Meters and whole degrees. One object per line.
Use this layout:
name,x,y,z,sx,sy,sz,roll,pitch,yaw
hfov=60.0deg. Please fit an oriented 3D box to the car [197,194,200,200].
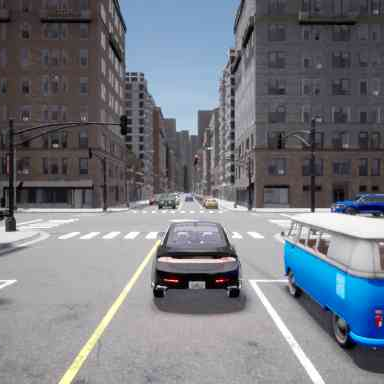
car,2.431,1.547,61.752,1.947,1.339,4.313,0,0,-1

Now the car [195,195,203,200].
car,1.982,1.495,94.904,2.008,1.369,4.403,0,0,-1

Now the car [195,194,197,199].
car,2.282,1.522,72.802,2.008,1.369,4.403,0,0,-1

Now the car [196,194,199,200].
car,2.356,1.521,67.278,1.887,1.381,4.507,0,0,-1

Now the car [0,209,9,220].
car,-16.570,1.580,25.560,4.718,1.301,1.895,0,0,-1

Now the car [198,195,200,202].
car,2.506,1.536,56.226,2.008,1.369,4.403,0,0,-1

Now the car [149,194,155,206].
car,-6.019,1.300,56.111,2.192,1.841,5.009,0,0,-1

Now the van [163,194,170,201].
van,-6.391,1.300,83.737,1.690,1.788,3.998,0,0,-1

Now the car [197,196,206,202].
car,2.207,1.547,78.328,1.802,1.307,4.206,0,0,-1

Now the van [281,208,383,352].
van,2.855,1.341,5.986,1.690,1.788,3.998,0,0,0

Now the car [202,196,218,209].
car,2.654,1.516,45.345,1.752,1.417,4.829,0,0,-1

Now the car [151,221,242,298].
car,0.093,1.491,8.517,2.128,1.511,4.902,0,0,0

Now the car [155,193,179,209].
car,-3.292,1.213,44.639,2.150,2.045,5.566,0,0,-1

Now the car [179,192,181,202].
car,-3.449,1.200,57.147,2.150,2.045,5.566,0,1,-1

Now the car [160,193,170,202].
car,-6.318,1.281,78.213,2.192,1.841,5.009,0,0,-1

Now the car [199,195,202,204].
car,2.581,1.429,50.700,1.967,1.590,4.097,0,0,-1

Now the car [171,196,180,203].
car,-3.564,1.568,71.986,1.895,1.301,4.718,0,0,-1

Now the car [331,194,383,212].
car,15.290,1.213,29.378,5.566,2.045,2.150,0,0,-1

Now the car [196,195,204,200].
car,2.057,1.502,89.379,2.008,1.369,4.403,0,0,-1

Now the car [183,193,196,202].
car,-0.615,1.493,76.044,1.812,1.442,4.674,0,0,-1
